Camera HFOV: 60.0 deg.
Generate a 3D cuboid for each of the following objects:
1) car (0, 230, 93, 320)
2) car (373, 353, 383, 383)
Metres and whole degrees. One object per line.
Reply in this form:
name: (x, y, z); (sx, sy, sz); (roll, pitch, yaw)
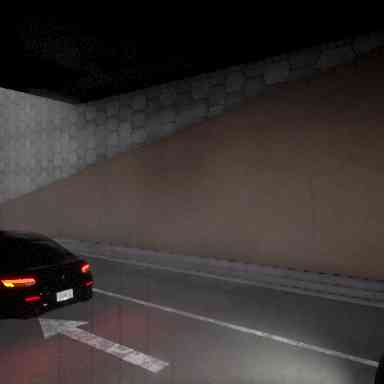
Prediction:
car: (-3.955, 1.526, 6.793); (4.674, 1.442, 1.812); (0, 0, 36)
car: (3.487, 1.505, 1.427); (4.892, 1.490, 1.837); (0, 0, 36)
